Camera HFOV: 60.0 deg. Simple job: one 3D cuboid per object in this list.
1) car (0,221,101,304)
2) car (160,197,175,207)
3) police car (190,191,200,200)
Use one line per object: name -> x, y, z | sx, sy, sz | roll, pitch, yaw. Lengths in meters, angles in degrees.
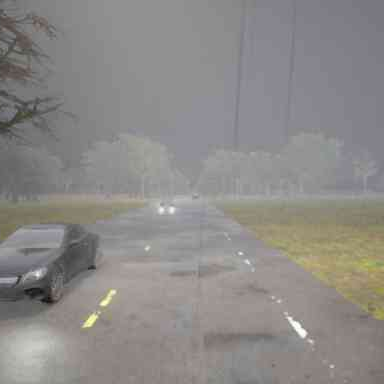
car -> -3.600, 1.504, 8.215 | 1.812, 1.442, 4.674 | 0, 0, 0
car -> -3.587, 1.454, 48.678 | 1.895, 1.301, 4.718 | 0, 0, 0
police car -> 1.031, 1.157, 86.856 | 1.930, 1.638, 5.238 | 0, 0, 0
